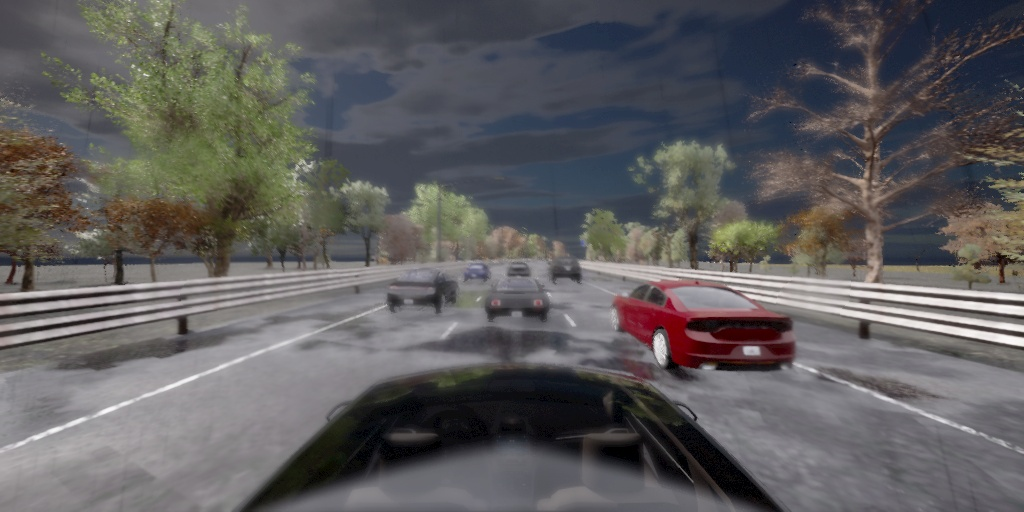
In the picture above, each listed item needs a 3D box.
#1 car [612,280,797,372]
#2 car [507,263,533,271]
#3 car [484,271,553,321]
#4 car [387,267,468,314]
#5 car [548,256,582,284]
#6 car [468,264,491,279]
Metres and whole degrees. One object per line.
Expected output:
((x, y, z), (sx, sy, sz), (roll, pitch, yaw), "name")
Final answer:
((3.600, 1.245, 7.794), (1.882, 1.535, 5.008), (0, 0, 1), "car")
((0.637, 1.334, 29.337), (1.837, 1.490, 4.892), (0, 0, 2), "car")
((0.187, 1.379, 12.480), (1.895, 1.301, 4.718), (0, 0, 1), "car")
((-3.269, 1.254, 13.963), (2.128, 1.511, 4.902), (2, 0, 1), "car")
((4.088, 1.047, 28.017), (2.150, 2.045, 5.566), (0, 0, 2), "car")
((-2.841, 1.351, 30.065), (1.812, 1.442, 4.674), (1, 0, 2), "car")
